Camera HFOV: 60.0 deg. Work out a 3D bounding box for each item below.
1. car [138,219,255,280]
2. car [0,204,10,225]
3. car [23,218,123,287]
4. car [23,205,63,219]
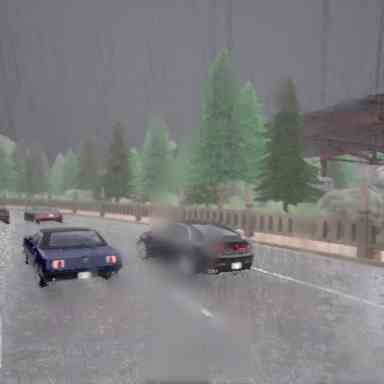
[{"bbox_3d":[-0.124,1.632,10.538,1.837,1.490,4.892,2,-1,-32],"label":"car"},{"bbox_3d":[-14.563,1.551,23.983,1.837,1.490,4.892,2,-1,-41],"label":"car"},{"bbox_3d":[-3.678,1.657,9.637,1.895,1.301,4.718,1,-1,-32],"label":"car"},{"bbox_3d":[-11.665,1.683,25.947,1.994,1.385,4.181,2,-1,-41],"label":"car"}]
